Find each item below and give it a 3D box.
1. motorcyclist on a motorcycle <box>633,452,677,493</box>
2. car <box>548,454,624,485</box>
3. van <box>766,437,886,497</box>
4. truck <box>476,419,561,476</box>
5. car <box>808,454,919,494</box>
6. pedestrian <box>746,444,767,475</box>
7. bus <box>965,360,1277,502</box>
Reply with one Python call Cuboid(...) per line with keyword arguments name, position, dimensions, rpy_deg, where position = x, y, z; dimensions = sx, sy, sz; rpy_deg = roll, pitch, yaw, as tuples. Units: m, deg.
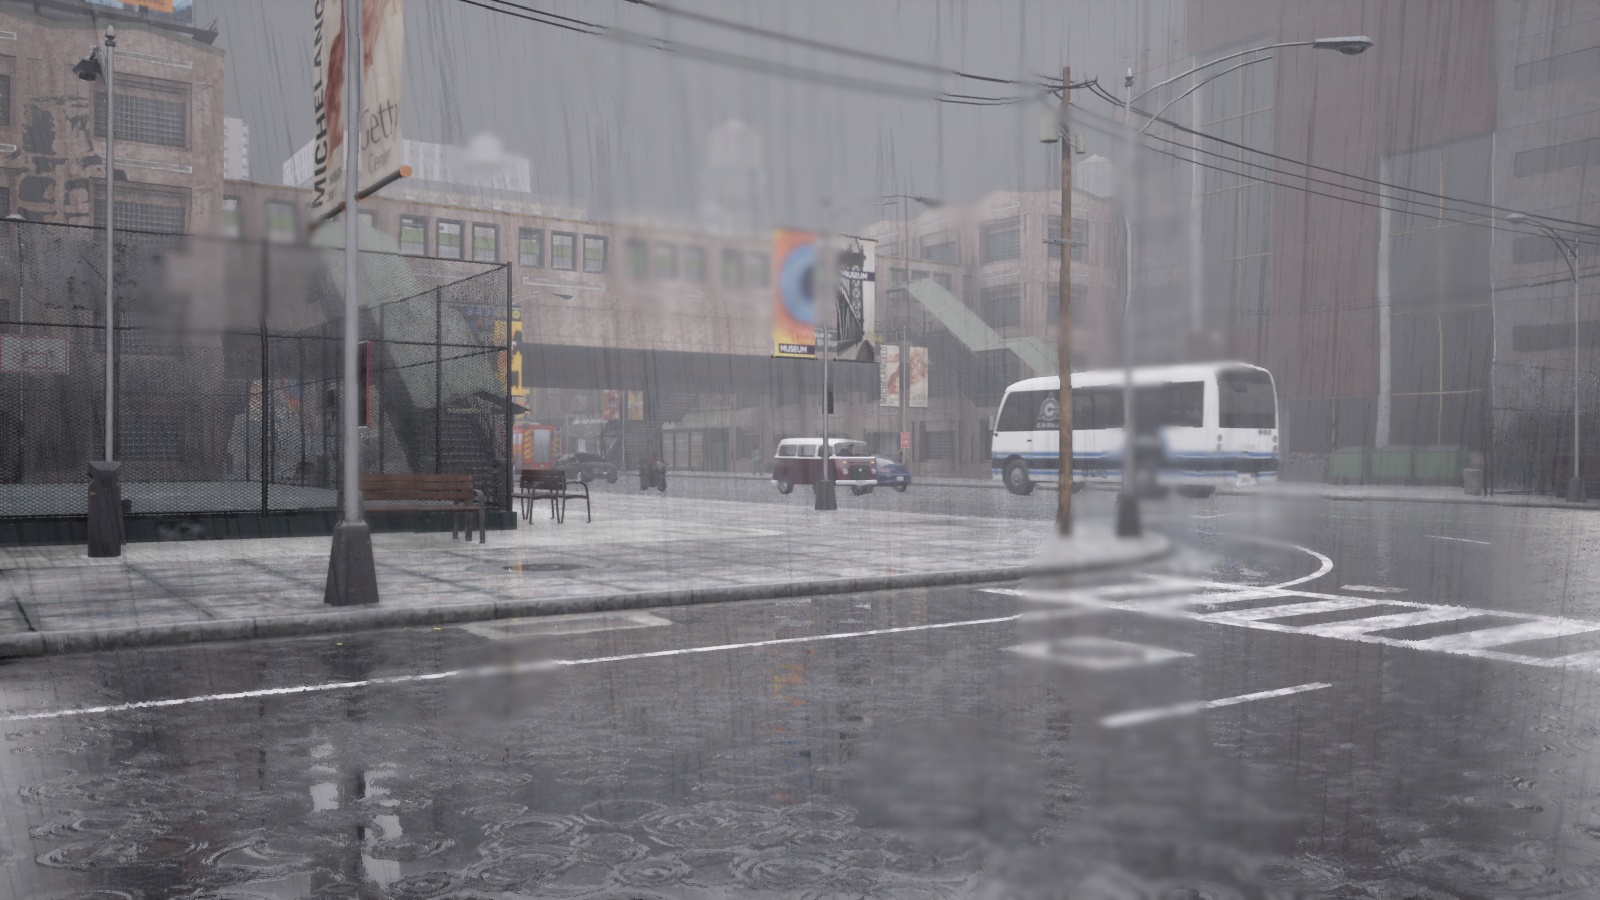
Cuboid(name="motorcyclist on a motorcycle", position=(-5.535, 0.855, 47.743), dimensions=(0.797, 1.523, 2.044), rpy_deg=(0, 0, -34))
Cuboid(name="car", position=(-10.522, 0.922, 61.472), dimensions=(1.837, 1.490, 4.892), rpy_deg=(0, 0, -33))
Cuboid(name="van", position=(0.864, 0.575, 44.524), dimensions=(2.069, 2.038, 4.480), rpy_deg=(0, 0, -34))
Cuboid(name="truck", position=(-19.751, -0.163, 87.747), dimensions=(2.891, 3.827, 8.468), rpy_deg=(0, 0, -34))
Cuboid(name="car", position=(2.385, 0.884, 48.525), dimensions=(1.812, 1.442, 4.674), rpy_deg=(0, 0, -34))
Cuboid(name="pedestrian", position=(-2.604, 0.591, 75.378), dimensions=(0.874, 1.855, 0.900), rpy_deg=(0, 0, -39))
Cuboid(name="bus", position=(10.530, -0.549, 42.723), dimensions=(3.944, 4.253, 10.273), rpy_deg=(0, 0, -34))
